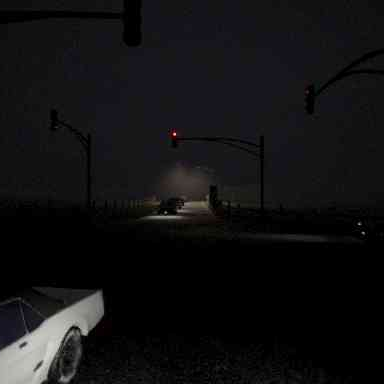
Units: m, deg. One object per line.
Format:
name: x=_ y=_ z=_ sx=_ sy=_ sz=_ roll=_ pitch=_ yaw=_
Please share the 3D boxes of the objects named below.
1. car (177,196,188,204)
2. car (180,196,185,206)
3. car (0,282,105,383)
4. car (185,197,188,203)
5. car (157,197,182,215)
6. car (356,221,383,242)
car: x=-1.928 y=1.582 z=67.545 sx=1.994 sy=1.385 sz=4.181 roll=0 pitch=0 yaw=2
car: x=-2.326 y=1.514 z=44.263 sx=1.837 sy=1.490 sz=4.892 roll=0 pitch=0 yaw=1
car: x=-2.547 y=1.601 z=2.747 sx=1.895 sy=1.301 sz=4.718 roll=0 pitch=0 yaw=10
car: x=-2.190 y=1.561 z=54.704 sx=2.033 sy=1.411 sz=5.357 roll=0 pitch=0 yaw=1
car: x=-2.465 y=1.553 z=34.216 sx=2.033 sy=1.411 sz=5.357 roll=0 pitch=0 yaw=0
car: x=11.093 y=1.844 z=16.998 sx=4.718 sy=1.301 sz=1.895 roll=1 pitch=0 yaw=6
